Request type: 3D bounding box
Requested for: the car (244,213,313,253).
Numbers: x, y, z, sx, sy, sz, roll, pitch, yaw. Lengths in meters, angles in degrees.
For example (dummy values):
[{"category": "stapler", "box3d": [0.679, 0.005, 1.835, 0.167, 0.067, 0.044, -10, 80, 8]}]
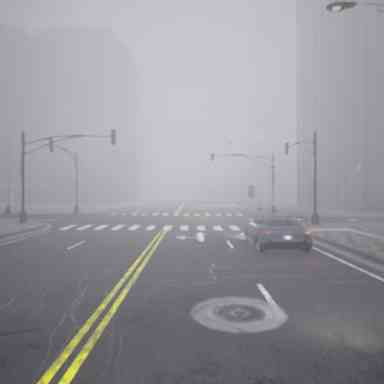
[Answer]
[{"category": "car", "box3d": [3.346, 1.556, 13.594, 1.994, 1.385, 4.181, 0, 0, 0]}]
